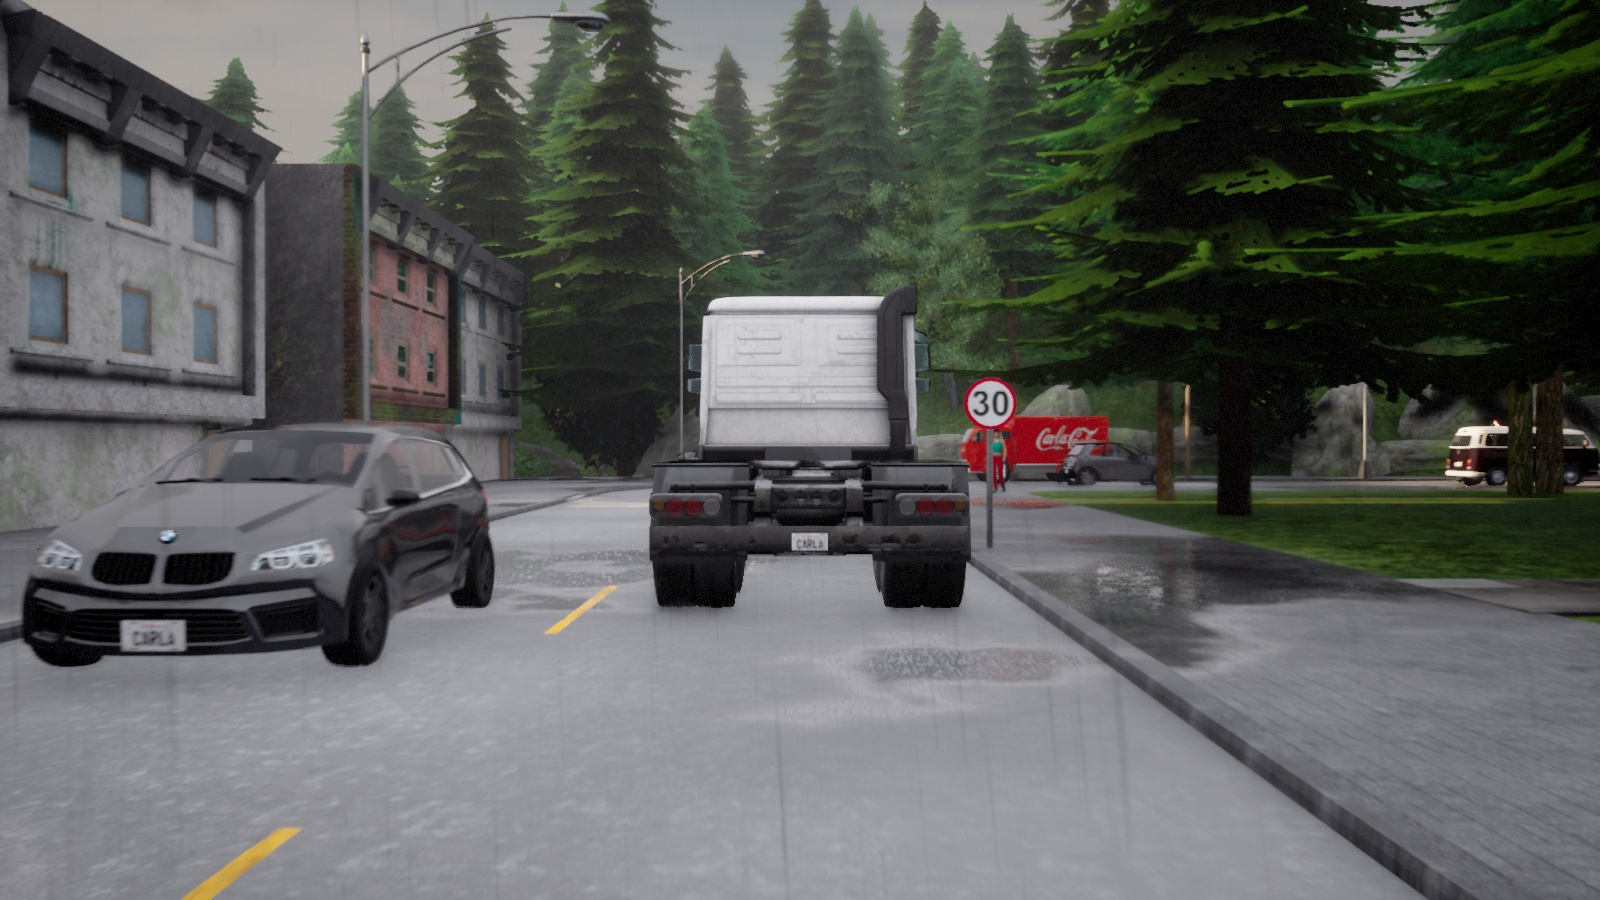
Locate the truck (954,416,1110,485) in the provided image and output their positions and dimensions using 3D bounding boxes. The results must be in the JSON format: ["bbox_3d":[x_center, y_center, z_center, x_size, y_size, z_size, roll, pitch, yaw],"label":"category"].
[{"bbox_3d":[8.451,0.016,46.108,5.204,2.467,2.627,0,0,-2],"label":"truck"}]

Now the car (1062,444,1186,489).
[{"bbox_3d":[10.828,0.540,42.152,3.633,1.501,1.845,0,0,-3],"label":"car"}]

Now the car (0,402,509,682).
[{"bbox_3d":[-3.929,0.534,9.774,2.242,1.667,4.611,0,0,0],"label":"car"}]

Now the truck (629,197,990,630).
[{"bbox_3d":[0.096,-0.312,14.029,2.891,3.462,7.936,0,0,0],"label":"truck"}]

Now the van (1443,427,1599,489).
[{"bbox_3d":[24.389,0.260,42.186,4.480,2.038,2.069,0,0,0],"label":"van"}]

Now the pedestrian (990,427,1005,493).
[{"bbox_3d":[5.506,0.270,35.033,0.345,1.836,0.594,0,0,16],"label":"pedestrian"}]
